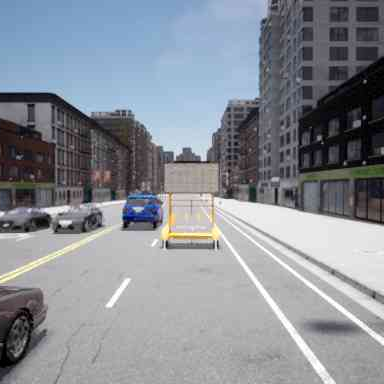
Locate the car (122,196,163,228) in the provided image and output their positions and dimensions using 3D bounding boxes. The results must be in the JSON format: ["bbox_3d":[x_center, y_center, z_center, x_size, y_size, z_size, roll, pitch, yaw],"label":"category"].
[{"bbox_3d":[-3.218,1.247,22.521,2.150,2.045,5.566,0,0,0],"label":"car"}]

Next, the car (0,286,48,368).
[{"bbox_3d":[-3.148,1.547,2.703,2.033,1.411,5.357,0,0,0],"label":"car"}]

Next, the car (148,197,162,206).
[{"bbox_3d":[-6.765,1.617,60.961,1.882,1.535,5.008,0,0,0],"label":"car"}]

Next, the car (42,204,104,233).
[{"bbox_3d":[-6.656,1.512,19.856,2.128,1.511,4.902,0,0,0],"label":"car"}]

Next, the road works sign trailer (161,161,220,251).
[{"bbox_3d":[-0.014,0.476,14.290,2.380,3.560,2.880,0,0,2],"label":"road works sign trailer"}]

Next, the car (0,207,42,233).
[{"bbox_3d":[-9.906,1.584,19.735,1.994,1.385,4.181,0,0,0],"label":"car"}]

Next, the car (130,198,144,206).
[{"bbox_3d":[-10.010,1.740,60.989,1.895,1.301,4.718,0,0,0],"label":"car"}]
